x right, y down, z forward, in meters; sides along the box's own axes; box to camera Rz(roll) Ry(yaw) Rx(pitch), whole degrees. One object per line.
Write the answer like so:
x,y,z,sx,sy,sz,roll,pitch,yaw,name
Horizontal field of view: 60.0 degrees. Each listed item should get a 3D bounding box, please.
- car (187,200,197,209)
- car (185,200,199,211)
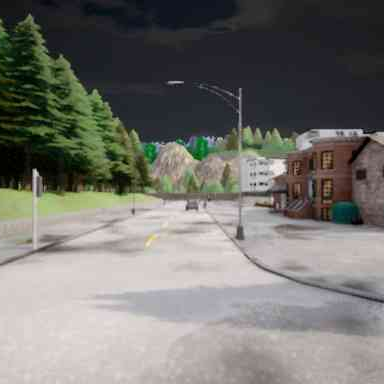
-0.003,2.127,59.337,1.837,1.490,4.892,0,-1,0,car
-0.003,2.004,48.917,2.128,1.511,4.902,0,-1,0,car
